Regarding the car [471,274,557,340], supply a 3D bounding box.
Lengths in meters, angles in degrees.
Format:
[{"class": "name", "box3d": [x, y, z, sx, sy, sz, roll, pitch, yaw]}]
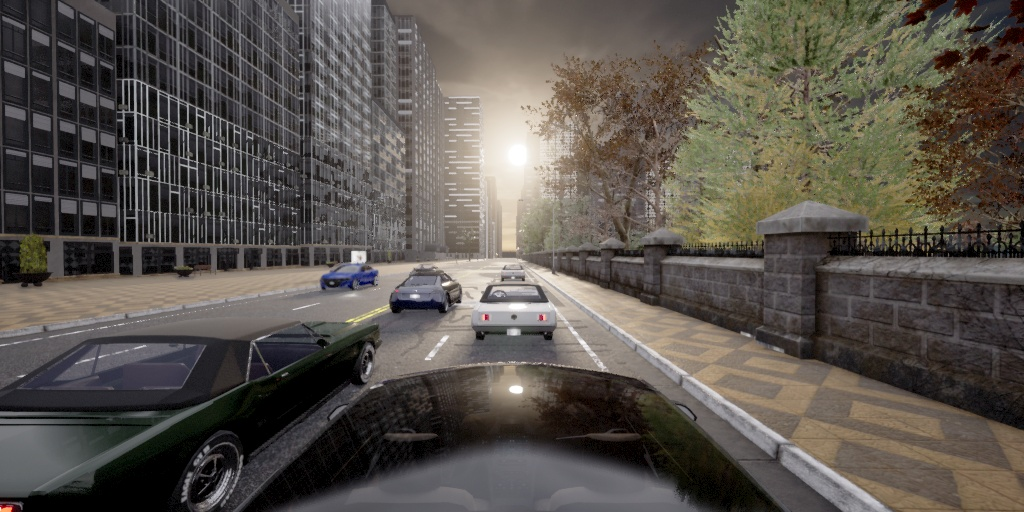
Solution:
[{"class": "car", "box3d": [0.061, 1.349, 9.927, 1.895, 1.301, 4.718, 0, 0, 0]}]

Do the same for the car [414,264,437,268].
[{"class": "car", "box3d": [-6.592, 1.312, 27.615, 1.994, 1.385, 4.181, 0, 0, 0]}]

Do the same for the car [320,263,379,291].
[{"class": "car", "box3d": [-9.846, 1.225, 22.110, 1.882, 1.535, 5.008, 0, 0, 0]}]

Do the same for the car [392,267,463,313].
[{"class": "car", "box3d": [-3.164, 1.311, 13.926, 1.994, 1.385, 4.181, 0, 0, 2]}]

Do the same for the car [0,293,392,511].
[{"class": "car", "box3d": [-3.149, 1.350, 4.068, 1.895, 1.301, 4.718, 0, 0, 0]}]

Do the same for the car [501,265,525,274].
[{"class": "car", "box3d": [0.089, 1.350, 29.301, 1.895, 1.301, 4.718, 0, 0, 0]}]
